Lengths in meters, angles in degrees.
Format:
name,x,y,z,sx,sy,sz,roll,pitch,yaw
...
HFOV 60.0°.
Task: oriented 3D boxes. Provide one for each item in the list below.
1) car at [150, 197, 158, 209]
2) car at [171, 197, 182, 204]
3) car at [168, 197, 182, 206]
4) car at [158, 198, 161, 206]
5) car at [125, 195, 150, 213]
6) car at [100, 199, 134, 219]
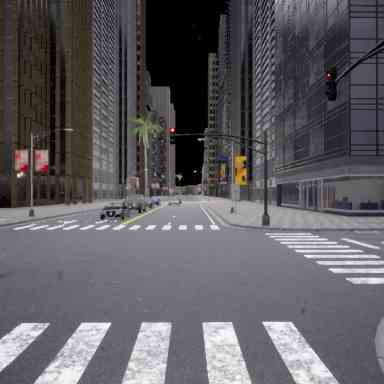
name,x,y,z,sx,sy,sz,roll,pitch,yaw
car,-6.664,1.482,48.428,2.097,1.767,4.553,0,0,0
car,-3.255,1.788,69.742,1.994,1.385,4.181,0,0,0
car,-3.241,1.781,59.847,1.895,1.301,4.718,0,0,0
car,-6.635,1.652,58.567,1.882,1.535,5.008,0,0,0
car,-6.657,1.314,38.499,2.150,2.045,5.566,0,0,0
car,-6.642,1.627,29.175,1.994,1.385,4.181,0,0,0
